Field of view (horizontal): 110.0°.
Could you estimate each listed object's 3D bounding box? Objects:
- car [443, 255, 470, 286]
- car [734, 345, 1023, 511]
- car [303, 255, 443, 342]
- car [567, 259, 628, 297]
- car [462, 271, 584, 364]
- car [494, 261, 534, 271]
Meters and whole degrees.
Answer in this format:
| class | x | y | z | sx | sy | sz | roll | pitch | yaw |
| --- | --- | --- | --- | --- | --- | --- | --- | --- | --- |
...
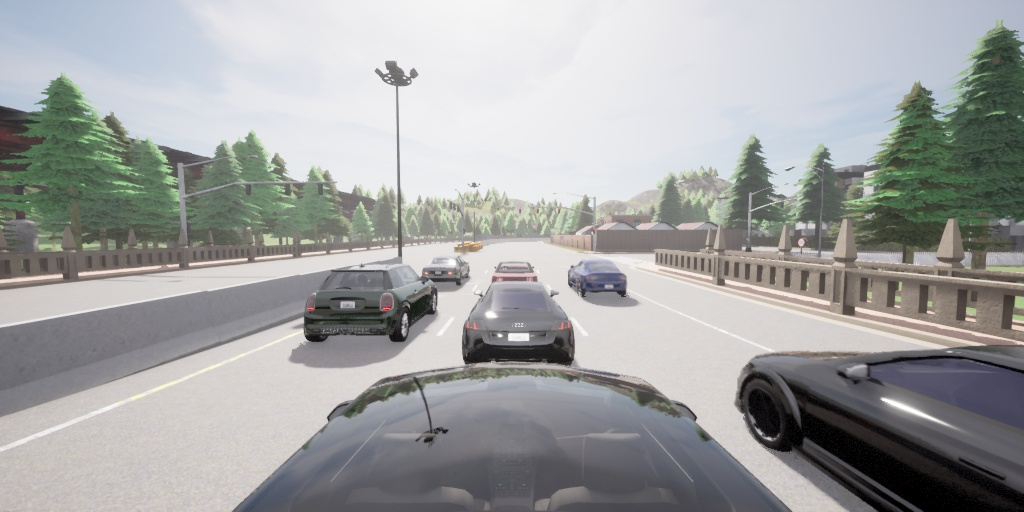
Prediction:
| class | x | y | z | sx | sy | sz | roll | pitch | yaw |
| --- | --- | --- | --- | --- | --- | --- | --- | --- | --- |
| car | -3.390 | 0.671 | 18.960 | 2.033 | 1.411 | 5.357 | 0 | 3 | 0 |
| car | 3.596 | 1.310 | 2.478 | 1.994 | 1.385 | 4.181 | 0 | 0 | 0 |
| car | -3.396 | 0.958 | 9.538 | 2.097 | 1.767 | 4.553 | 0 | 2 | 0 |
| car | 3.608 | 0.839 | 15.612 | 1.812 | 1.442 | 4.674 | 0 | 3 | 0 |
| car | 0.105 | 1.223 | 7.782 | 1.994 | 1.385 | 4.181 | 0 | 2 | 0 |
| car | 0.108 | 0.861 | 16.544 | 1.895 | 1.301 | 4.718 | 0 | 3 | 0 |
